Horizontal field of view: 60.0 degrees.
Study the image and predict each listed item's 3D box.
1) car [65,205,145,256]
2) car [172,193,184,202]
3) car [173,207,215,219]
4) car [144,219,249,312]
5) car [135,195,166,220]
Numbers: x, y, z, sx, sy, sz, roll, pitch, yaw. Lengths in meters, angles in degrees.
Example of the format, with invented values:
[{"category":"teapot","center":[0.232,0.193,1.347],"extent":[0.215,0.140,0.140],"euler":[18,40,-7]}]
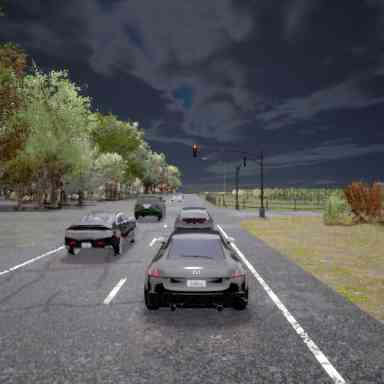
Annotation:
[{"category":"car","center":[-3.400,1.496,13.157],"extent":[2.128,1.511,4.902],"euler":[0,0,0]},{"category":"car","center":[-3.503,1.229,78.360],"extent":[2.150,2.045,5.566],"euler":[0,0,0]},{"category":"car","center":[0.099,1.510,16.733],"extent":[1.837,1.490,4.892],"euler":[0,0,0]},{"category":"car","center":[0.094,1.566,7.820],"extent":[1.994,1.385,4.181],"euler":[0,0,0]},{"category":"car","center":[-3.401,1.229,27.656],"extent":[2.150,2.045,5.566],"euler":[0,0,0]}]
